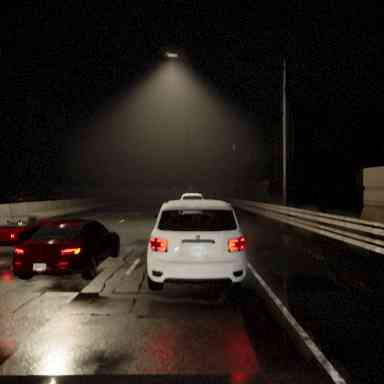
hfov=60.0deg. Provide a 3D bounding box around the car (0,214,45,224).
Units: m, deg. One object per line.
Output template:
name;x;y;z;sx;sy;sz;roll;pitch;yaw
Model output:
car;-6.924;1.583;13.974;1.895;1.301;4.718;0;0;0

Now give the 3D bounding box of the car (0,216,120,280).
car;-3.415;1.513;9.770;1.812;1.442;4.674;0;0;0

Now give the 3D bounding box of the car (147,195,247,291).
car;0.093;1.210;9.146;2.150;2.045;5.566;0;0;0

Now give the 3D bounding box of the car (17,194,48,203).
car;-21.298;1.364;45.280;1.882;1.535;5.008;0;0;0

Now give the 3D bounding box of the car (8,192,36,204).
car;-24.810;1.090;49.277;2.150;2.045;5.566;0;0;0

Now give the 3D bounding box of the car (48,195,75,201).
car;-17.803;1.232;46.462;2.097;1.767;4.553;0;0;0
